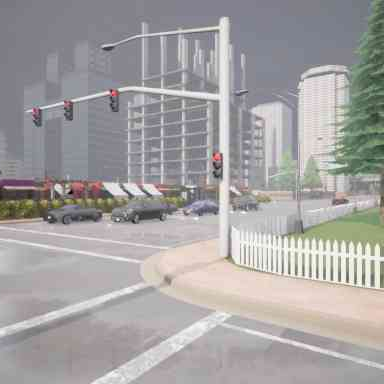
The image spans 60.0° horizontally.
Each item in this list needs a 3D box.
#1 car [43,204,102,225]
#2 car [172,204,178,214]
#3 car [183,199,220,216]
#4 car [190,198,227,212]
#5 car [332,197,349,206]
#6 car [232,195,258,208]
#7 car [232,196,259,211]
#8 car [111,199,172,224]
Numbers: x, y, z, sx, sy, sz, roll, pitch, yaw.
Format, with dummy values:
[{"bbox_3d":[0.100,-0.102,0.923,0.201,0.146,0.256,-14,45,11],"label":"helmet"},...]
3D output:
[{"bbox_3d":[-8.663,1.564,24.438,1.994,1.385,4.181,0,0,34],"label":"car"},{"bbox_3d":[-3.488,1.547,32.098,2.033,1.411,5.357,0,0,34],"label":"car"},{"bbox_3d":[0.994,1.526,32.459,1.812,1.442,4.674,0,0,34],"label":"car"},{"bbox_3d":[2.150,1.547,40.438,2.033,1.411,5.357,0,0,34],"label":"car"},{"bbox_3d":[24.017,1.478,53.697,1.882,1.535,5.008,0,0,34],"label":"car"},{"bbox_3d":[7.846,1.352,48.796,2.097,1.767,4.553,0,0,34],"label":"car"},{"bbox_3d":[6.623,1.505,40.790,1.837,1.490,4.892,0,0,34],"label":"car"},{"bbox_3d":[-3.951,1.352,25.160,2.097,1.767,4.553,0,0,34],"label":"car"}]
